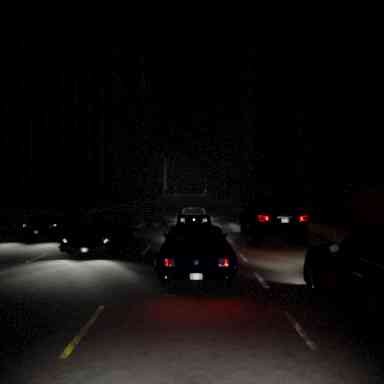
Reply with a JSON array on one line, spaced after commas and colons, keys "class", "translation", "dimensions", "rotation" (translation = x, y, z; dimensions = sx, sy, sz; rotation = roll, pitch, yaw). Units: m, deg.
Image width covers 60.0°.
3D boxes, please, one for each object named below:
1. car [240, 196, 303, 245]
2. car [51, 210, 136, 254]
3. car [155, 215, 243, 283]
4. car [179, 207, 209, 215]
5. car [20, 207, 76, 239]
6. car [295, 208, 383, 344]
[{"class": "car", "translation": [3.610, 1.199, 15.540], "dimensions": [2.150, 2.045, 5.566], "rotation": [0, 0, 0]}, {"class": "car", "translation": [-3.537, 1.528, 13.635], "dimensions": [2.033, 1.411, 5.357], "rotation": [0, 0, 1]}, {"class": "car", "translation": [0.100, 1.587, 9.608], "dimensions": [1.895, 1.301, 4.718], "rotation": [0, 0, 0]}, {"class": "car", "translation": [0.101, 1.571, 20.578], "dimensions": [1.895, 1.301, 4.718], "rotation": [0, 0, 0]}, {"class": "car", "translation": [-6.998, 1.516, 17.263], "dimensions": [1.812, 1.442, 4.674], "rotation": [0, 0, 0]}, {"class": "car", "translation": [3.595, 1.346, 5.769], "dimensions": [2.097, 1.767, 4.553], "rotation": [0, 0, 0]}]
